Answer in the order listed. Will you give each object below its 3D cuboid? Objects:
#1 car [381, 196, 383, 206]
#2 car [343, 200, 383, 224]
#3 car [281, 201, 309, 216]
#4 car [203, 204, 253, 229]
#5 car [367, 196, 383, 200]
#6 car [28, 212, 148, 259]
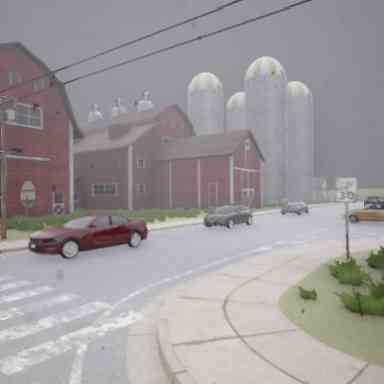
[{"bbox_3d":[34.207,1.532,55.173,4.611,1.667,2.242,-1,-1,35],"label":"car"},{"bbox_3d":[13.147,1.545,23.912,4.193,1.474,1.816,-1,-1,35],"label":"car"},{"bbox_3d":[10.900,1.670,35.046,1.812,1.442,4.674,-1,0,35],"label":"car"},{"bbox_3d":[2.591,1.645,22.969,1.837,1.490,4.892,-1,0,34],"label":"car"},{"bbox_3d":[20.379,1.361,35.305,3.866,1.878,1.905,-1,-1,35],"label":"car"},{"bbox_3d":[-4.022,1.618,13.605,1.882,1.535,5.008,-1,-1,38],"label":"car"}]
